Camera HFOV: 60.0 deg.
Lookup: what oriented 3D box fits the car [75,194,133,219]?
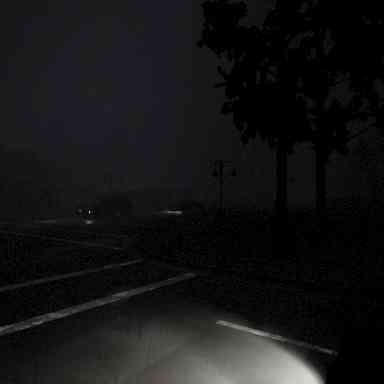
[{"bbox_3d":[-7.765,1.222,30.031,2.150,2.045,5.566,0,0,35],"label":"car"}]

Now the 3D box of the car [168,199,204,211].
[{"bbox_3d":[-0.610,1.548,40.585,2.033,1.411,5.357,0,0,34],"label":"car"}]

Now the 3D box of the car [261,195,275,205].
[{"bbox_3d":[13.856,1.347,60.760,2.097,1.767,4.553,0,0,7],"label":"car"}]

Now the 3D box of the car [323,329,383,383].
[{"bbox_3d":[2.915,1.564,1.894,4.181,1.385,1.994,0,0,36],"label":"car"}]
